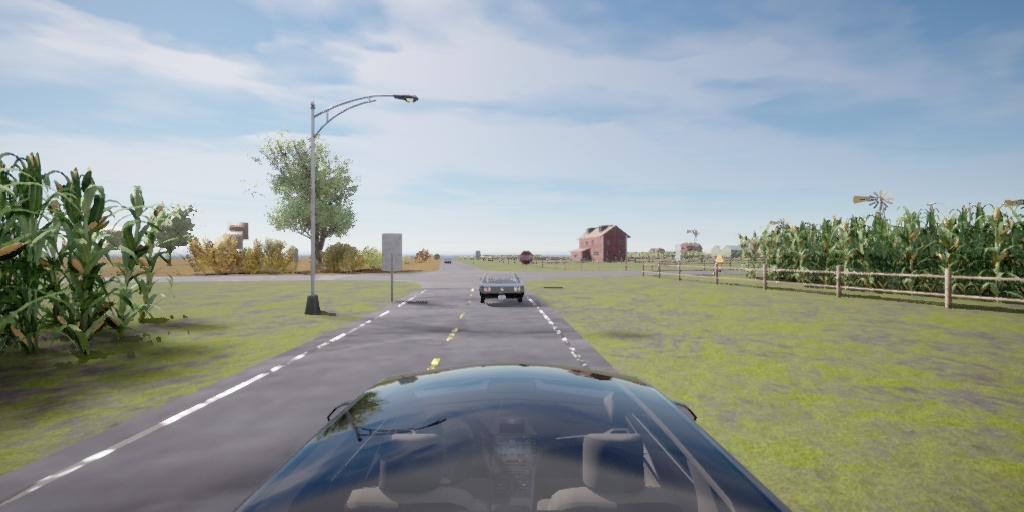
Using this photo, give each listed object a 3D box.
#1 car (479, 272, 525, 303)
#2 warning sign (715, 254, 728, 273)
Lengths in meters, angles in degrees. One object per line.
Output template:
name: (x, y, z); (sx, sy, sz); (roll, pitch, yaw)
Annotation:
car: (-0.560, 1.376, 16.652); (1.895, 1.301, 4.718); (0, 0, -4)
warning sign: (20.724, 0.721, 35.781); (1.060, 1.860, 1.300); (0, 0, -9)
